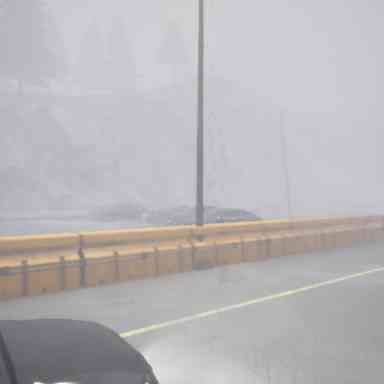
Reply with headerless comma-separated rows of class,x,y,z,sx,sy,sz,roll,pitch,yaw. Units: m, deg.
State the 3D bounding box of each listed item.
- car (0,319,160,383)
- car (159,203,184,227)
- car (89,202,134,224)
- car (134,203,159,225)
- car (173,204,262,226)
car,-2.217,1.556,2.142,4.181,1.385,1.994,1,0,-36
car,0.611,1.607,21.562,4.892,1.490,1.837,1,-1,-35
car,-5.495,1.581,25.824,4.892,1.490,1.837,1,-1,-35
car,-1.340,1.592,24.469,4.902,1.511,2.128,1,0,-35
car,1.667,1.599,18.025,4.892,1.490,1.837,1,-1,-35
